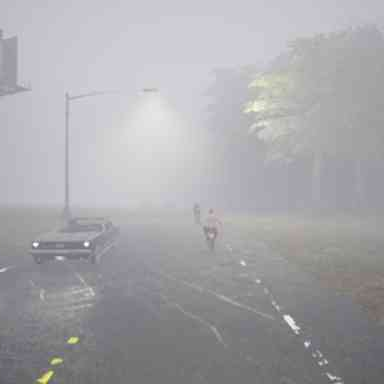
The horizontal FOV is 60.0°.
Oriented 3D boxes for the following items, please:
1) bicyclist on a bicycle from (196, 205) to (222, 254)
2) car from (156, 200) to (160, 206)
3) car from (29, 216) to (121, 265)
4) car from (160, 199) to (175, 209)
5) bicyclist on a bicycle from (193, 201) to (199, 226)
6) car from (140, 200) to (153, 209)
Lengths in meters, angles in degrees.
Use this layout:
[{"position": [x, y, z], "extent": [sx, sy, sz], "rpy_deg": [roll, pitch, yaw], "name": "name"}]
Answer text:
[{"position": [0.705, 1.409, 12.427], "extent": [0.866, 1.612, 1.509], "rpy_deg": [0, 0, -2], "name": "bicyclist on a bicycle"}, {"position": [-6.785, 2.385, 73.273], "extent": [2.033, 1.411, 5.357], "rpy_deg": [0, -1, -11], "name": "car"}, {"position": [-3.827, 1.576, 11.695], "extent": [1.895, 1.301, 4.718], "rpy_deg": [0, 0, -2], "name": "car"}, {"position": [-3.805, 2.005, 55.158], "extent": [1.837, 1.490, 4.892], "rpy_deg": [0, -1, -8], "name": "car"}, {"position": [0.336, 1.433, 21.194], "extent": [0.582, 1.620, 1.656], "rpy_deg": [0, -1, -3], "name": "bicyclist on a bicycle"}, {"position": [-7.264, 2.025, 53.669], "extent": [2.033, 1.411, 5.357], "rpy_deg": [0, -1, -7], "name": "car"}]
